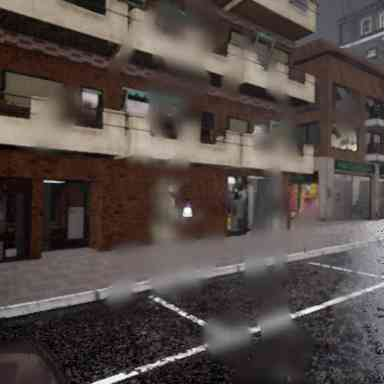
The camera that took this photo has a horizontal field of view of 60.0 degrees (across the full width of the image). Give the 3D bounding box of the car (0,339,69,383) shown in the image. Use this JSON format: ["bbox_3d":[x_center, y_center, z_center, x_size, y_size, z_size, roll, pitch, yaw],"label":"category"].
[{"bbox_3d":[-2.997,1.562,0.930,5.357,1.411,2.033,-1,0,-36],"label":"car"}]
